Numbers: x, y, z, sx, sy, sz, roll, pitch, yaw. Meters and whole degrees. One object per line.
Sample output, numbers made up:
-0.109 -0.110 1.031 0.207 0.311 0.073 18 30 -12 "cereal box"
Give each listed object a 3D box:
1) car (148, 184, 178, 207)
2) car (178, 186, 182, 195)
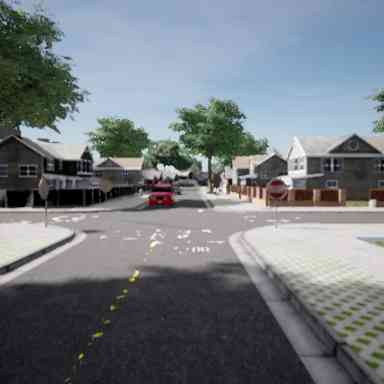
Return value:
-2.771 0.333 31.307 2.150 2.045 5.566 0 4 0 "car"
-2.788 -0.277 55.816 2.128 1.511 4.902 0 2 0 "car"
